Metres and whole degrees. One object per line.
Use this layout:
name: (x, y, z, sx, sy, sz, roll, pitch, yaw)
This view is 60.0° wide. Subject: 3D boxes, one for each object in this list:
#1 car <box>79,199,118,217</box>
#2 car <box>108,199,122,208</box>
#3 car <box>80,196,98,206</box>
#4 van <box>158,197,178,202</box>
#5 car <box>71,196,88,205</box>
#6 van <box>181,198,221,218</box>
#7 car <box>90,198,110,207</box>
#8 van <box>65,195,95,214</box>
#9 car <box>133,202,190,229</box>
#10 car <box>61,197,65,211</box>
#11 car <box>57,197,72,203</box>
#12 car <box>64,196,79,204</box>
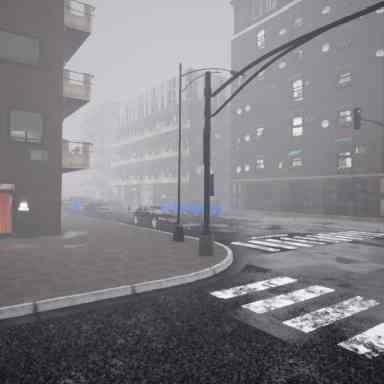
car: (-8.727, 1.592, 30.839, 1.802, 1.307, 4.206, 1, -1, -35)
car: (-11.771, 1.683, 49.128, 1.887, 1.381, 4.507, 1, -1, -35)
car: (-18.124, 1.597, 58.338, 1.967, 1.590, 4.097, 1, -1, -35)
van: (-2.239, 1.450, 35.315, 1.690, 1.788, 3.998, 1, -1, -35)
car: (-21.301, 1.606, 62.943, 1.967, 1.590, 4.097, 1, -1, -35)
van: (0.938, 1.439, 30.710, 1.690, 1.788, 3.998, 1, -1, -35)
car: (-14.948, 1.730, 53.732, 1.802, 1.307, 4.206, 1, -1, -35)
van: (-11.902, 1.361, 35.445, 1.690, 1.788, 3.998, 1, -1, -35)
car: (-2.373, 1.540, 21.629, 2.008, 1.369, 4.403, 1, -1, -35)
car: (-15.080, 1.581, 40.048, 2.008, 1.369, 4.403, 1, -1, -35)
car: (-27.655, 1.727, 72.152, 1.887, 1.381, 4.507, 1, -1, -35)
car: (-24.477, 1.614, 67.548, 1.967, 1.590, 4.097, 1, -1, -35)
